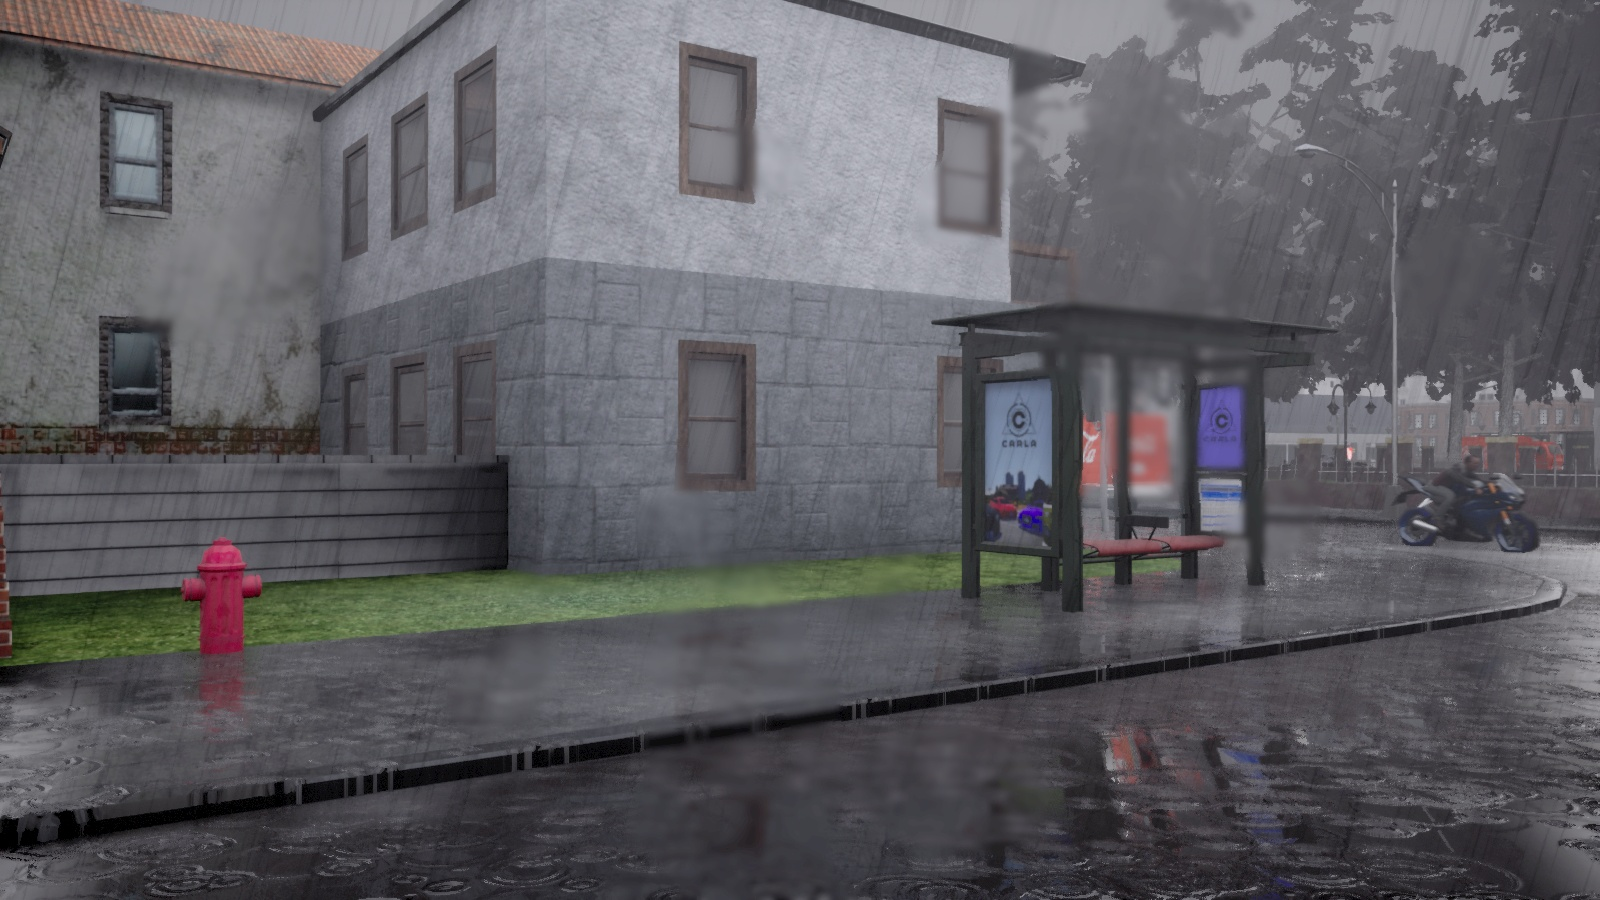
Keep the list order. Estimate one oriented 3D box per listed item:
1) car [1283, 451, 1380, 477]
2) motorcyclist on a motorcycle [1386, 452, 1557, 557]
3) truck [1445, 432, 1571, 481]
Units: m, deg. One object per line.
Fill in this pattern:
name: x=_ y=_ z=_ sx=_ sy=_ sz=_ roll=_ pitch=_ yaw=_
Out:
car: x=31.698 y=0.817 z=75.014 sx=2.128 sy=1.511 sz=4.902 roll=0 pitch=0 yaw=-35
motorcyclist on a motorcycle: x=10.468 y=0.806 z=19.659 sx=0.866 sy=1.530 sz=2.191 roll=0 pitch=0 yaw=-34
truck: x=37.575 y=0.342 z=66.726 sx=2.627 sy=2.467 sz=5.204 roll=0 pitch=0 yaw=-35
